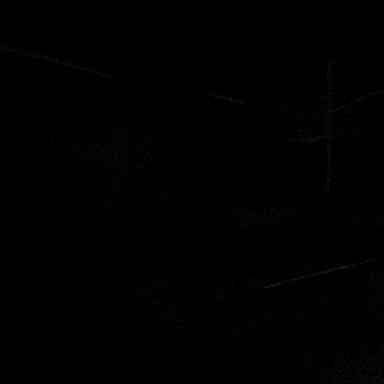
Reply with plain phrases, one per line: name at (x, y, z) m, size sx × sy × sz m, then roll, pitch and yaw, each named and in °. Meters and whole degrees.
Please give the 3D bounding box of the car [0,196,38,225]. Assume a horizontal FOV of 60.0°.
car at (-10.424, 1.054, 19.327) m, size 2.242 × 1.667 × 4.611 m, roll -1°, pitch 2°, yaw -35°

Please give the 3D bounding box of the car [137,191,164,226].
car at (-3.297, 0.929, 19.035) m, size 1.905 × 1.878 × 3.866 m, roll -1°, pitch 2°, yaw -35°
